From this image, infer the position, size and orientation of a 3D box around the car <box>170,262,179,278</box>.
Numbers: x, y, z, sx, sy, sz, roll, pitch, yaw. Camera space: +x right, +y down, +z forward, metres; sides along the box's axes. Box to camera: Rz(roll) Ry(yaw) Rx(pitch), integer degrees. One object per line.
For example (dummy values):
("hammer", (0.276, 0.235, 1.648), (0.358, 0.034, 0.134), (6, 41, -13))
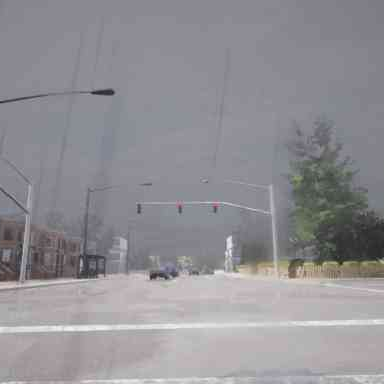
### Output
("car", (-3.365, 10.786, 46.091), (2.150, 2.045, 5.566), (-1, -13, 0))

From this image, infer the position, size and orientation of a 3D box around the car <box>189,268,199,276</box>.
("car", (0.389, 14.644, 61.314), (2.033, 1.411, 5.357), (-1, -13, 0))

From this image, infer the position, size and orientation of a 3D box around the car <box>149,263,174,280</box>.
("car", (-3.422, 8.774, 36.101), (2.033, 1.411, 5.357), (-1, -13, 0))

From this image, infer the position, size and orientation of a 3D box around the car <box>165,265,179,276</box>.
("car", (-3.304, 13.131, 55.501), (2.097, 1.767, 4.553), (-1, -13, 0))
